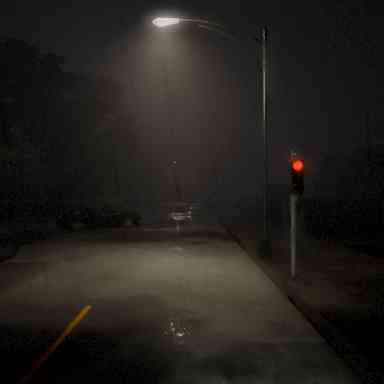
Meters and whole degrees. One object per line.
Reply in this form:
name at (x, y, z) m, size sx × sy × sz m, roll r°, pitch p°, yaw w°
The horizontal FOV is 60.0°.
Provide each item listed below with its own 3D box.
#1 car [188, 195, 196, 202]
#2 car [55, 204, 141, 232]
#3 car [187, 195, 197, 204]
car at (-0.061, 1.512, 77.705) m, size 1.812 × 1.442 × 4.674 m, roll 0°, pitch 0°, yaw 0°
car at (-5.462, 1.503, 19.762) m, size 4.892 × 1.490 × 1.837 m, roll 0°, pitch 2°, yaw -24°
car at (0.060, 1.537, 64.443) m, size 2.033 × 1.411 × 5.357 m, roll 0°, pitch 0°, yaw -1°
